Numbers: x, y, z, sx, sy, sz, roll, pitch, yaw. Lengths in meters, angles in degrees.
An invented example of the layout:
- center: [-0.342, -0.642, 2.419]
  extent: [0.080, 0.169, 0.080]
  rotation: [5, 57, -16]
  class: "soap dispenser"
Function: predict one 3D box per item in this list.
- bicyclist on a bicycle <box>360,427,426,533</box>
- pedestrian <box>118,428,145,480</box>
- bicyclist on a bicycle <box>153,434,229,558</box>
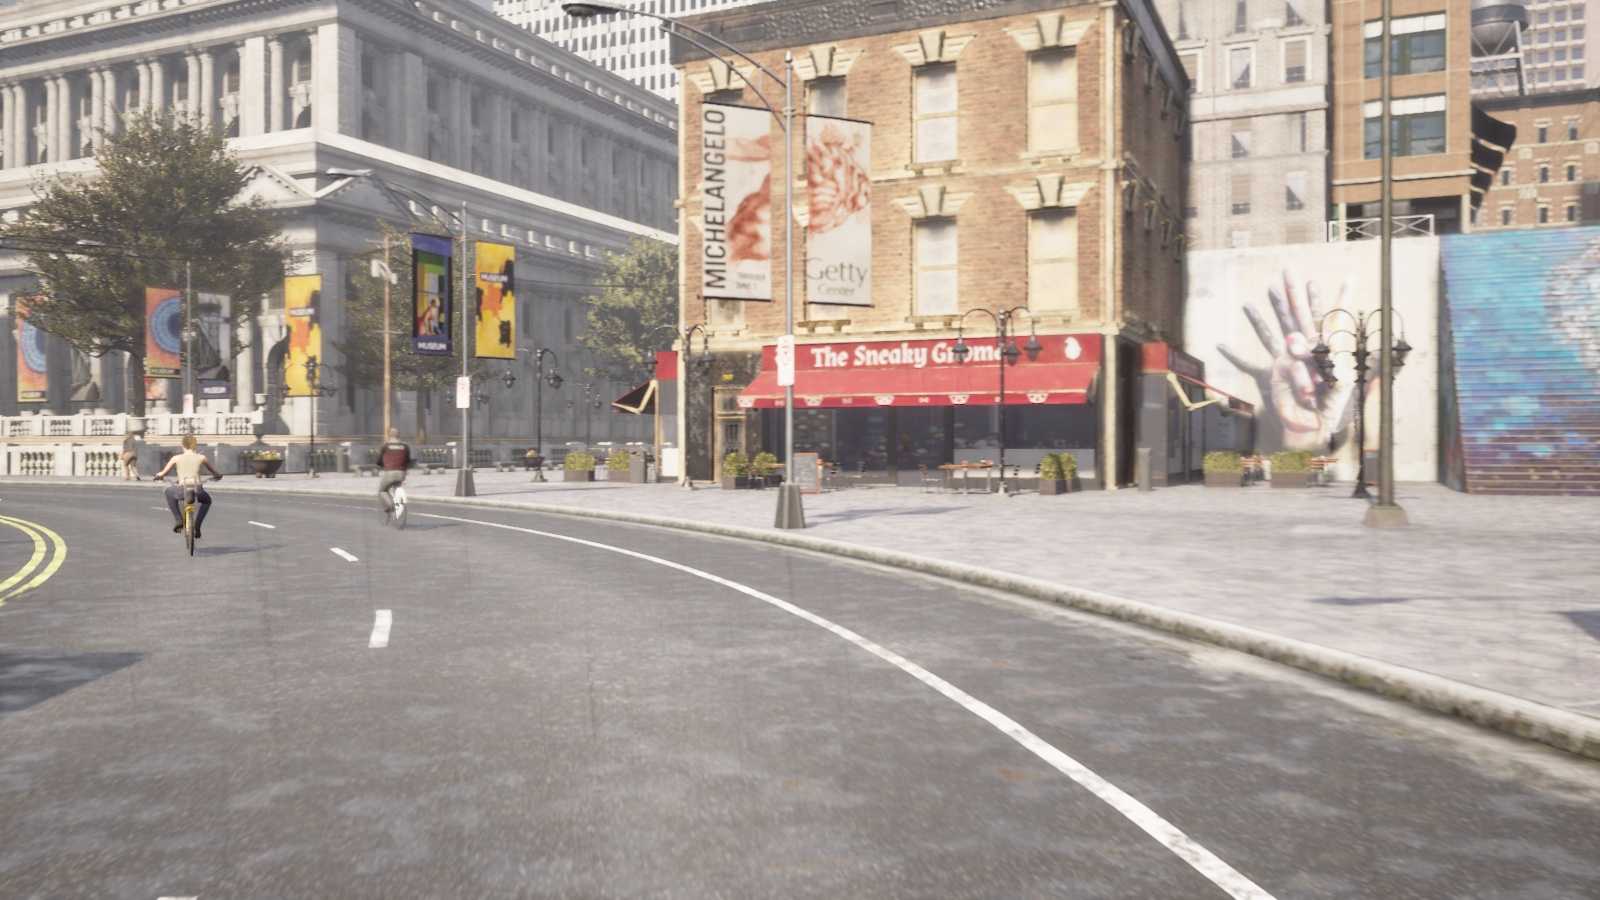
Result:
- center: [-7.169, 0.495, 22.072]
  extent: [0.659, 1.776, 1.843]
  rotation: [-1, 1, -32]
  class: "bicyclist on a bicycle"
- center: [-23.946, 0.157, 44.997]
  extent: [0.694, 1.848, 0.540]
  rotation: [0, 0, 27]
  class: "pedestrian"
- center: [-8.349, 0.589, 17.187]
  extent: [0.866, 1.612, 1.509]
  rotation: [-1, 1, -28]
  class: "bicyclist on a bicycle"
